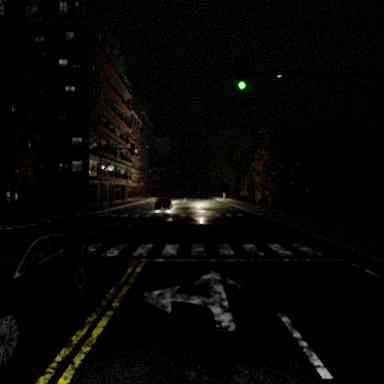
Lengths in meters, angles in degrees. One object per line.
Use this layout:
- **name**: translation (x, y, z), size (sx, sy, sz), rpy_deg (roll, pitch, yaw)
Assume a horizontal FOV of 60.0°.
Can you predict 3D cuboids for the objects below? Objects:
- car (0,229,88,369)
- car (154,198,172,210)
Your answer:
- **car**: translation (-3.257, 1.465, 5.663), size (2.128, 1.511, 4.902), rpy_deg (0, 0, 0)
- **car**: translation (-3.284, 1.355, 38.812), size (2.033, 1.411, 5.357), rpy_deg (0, 1, 0)
